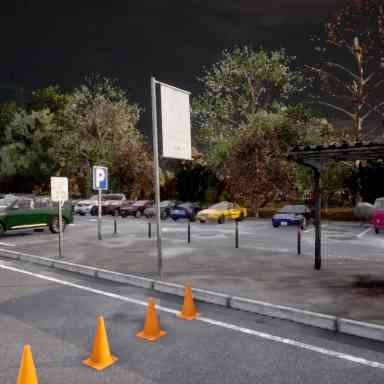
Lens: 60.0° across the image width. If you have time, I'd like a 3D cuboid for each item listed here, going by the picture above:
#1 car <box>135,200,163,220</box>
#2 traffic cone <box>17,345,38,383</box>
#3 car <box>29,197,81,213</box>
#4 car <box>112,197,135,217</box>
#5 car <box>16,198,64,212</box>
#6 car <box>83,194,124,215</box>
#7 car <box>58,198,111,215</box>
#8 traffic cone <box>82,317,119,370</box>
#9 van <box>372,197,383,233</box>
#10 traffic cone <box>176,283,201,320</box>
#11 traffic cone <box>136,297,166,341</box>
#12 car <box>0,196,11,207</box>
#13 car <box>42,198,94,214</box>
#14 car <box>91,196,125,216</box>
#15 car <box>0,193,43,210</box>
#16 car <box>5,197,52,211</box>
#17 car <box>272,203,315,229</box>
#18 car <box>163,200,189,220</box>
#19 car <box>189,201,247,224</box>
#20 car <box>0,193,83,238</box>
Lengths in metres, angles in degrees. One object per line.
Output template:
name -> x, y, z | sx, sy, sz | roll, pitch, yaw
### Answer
car -> -2.099, 1.473, 28.531 | 2.231, 1.521, 4.892 | 0, 0, 35
traffic cone -> -1.787, 1.957, 3.600 | 0.340, 0.580, 0.340 | 0, 0, 35
car -> -15.626, 1.444, 38.252 | 1.946, 1.575, 5.366 | 0, 0, 35
car -> -4.371, 1.469, 30.126 | 2.097, 1.535, 5.008 | 0, 0, 35
car -> -18.017, 1.469, 39.671 | 2.163, 1.488, 4.792 | 0, 0, 35
car -> -8.933, 1.212, 33.289 | 2.435, 2.045, 5.566 | 0, 0, 35
car -> -11.190, 1.461, 34.903 | 2.231, 1.521, 4.892 | 0, 0, 35
traffic cone -> -1.212, 1.957, 4.417 | 0.340, 0.580, 0.340 | 0, 0, 35
van -> 11.591, 1.264, 19.047 | 1.878, 1.987, 4.442 | 0, 0, 35
traffic cone -> -0.062, 1.957, 6.049 | 0.340, 0.580, 0.340 | 0, 0, 36
traffic cone -> -0.637, 1.957, 5.233 | 0.340, 0.580, 0.340 | 0, 0, 35
car -> -29.255, 1.332, 47.830 | 1.946, 1.575, 5.366 | 1, 0, 35
car -> -13.463, 1.455, 36.500 | 2.097, 1.535, 5.008 | 0, 0, 35
car -> -6.642, 1.466, 31.721 | 2.097, 1.535, 5.008 | 0, 0, 35
car -> -22.563, 1.153, 42.866 | 2.435, 2.045, 5.566 | 0, 0, 35
car -> -20.261, 1.452, 41.318 | 2.163, 1.488, 4.792 | 0, 0, 35
car -> 6.965, 1.513, 22.119 | 2.163, 1.488, 4.792 | 0, 0, 35
car -> 0.185, 1.504, 26.954 | 2.163, 1.488, 4.792 | 0, 0, 35
car -> 2.332, 1.475, 25.183 | 1.946, 1.575, 5.366 | 0, 0, 35
car -> -8.926, 1.221, 17.300 | 2.435, 2.045, 5.566 | 0, 0, 35
